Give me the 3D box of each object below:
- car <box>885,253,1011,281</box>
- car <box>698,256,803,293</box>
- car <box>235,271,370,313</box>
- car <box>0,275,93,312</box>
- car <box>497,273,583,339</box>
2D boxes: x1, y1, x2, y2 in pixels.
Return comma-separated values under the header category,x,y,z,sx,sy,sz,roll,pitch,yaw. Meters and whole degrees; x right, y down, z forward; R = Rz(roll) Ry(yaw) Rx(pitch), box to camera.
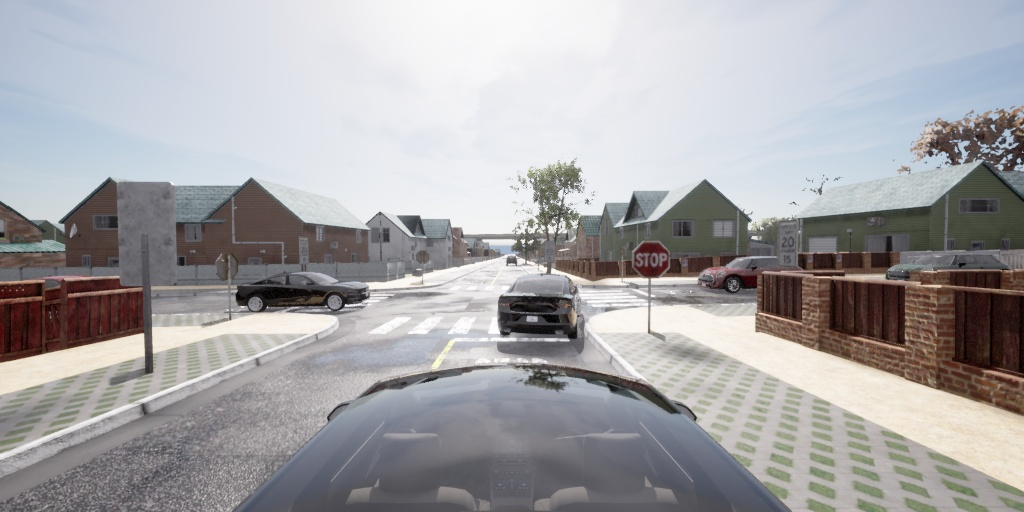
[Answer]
category,x,y,z,sx,sy,sz,roll,pitch,yaw
car,21.688,0.646,17.938,4.553,1.767,2.097,-1,2,0
car,11.794,0.820,17.859,4.553,1.767,2.097,-1,2,0
car,-8.479,1.376,14.760,5.008,1.535,1.882,-1,2,0
car,-18.032,1.546,14.689,5.008,1.535,1.882,-1,2,0
car,0.951,1.224,10.241,1.882,1.535,5.008,0,0,12
